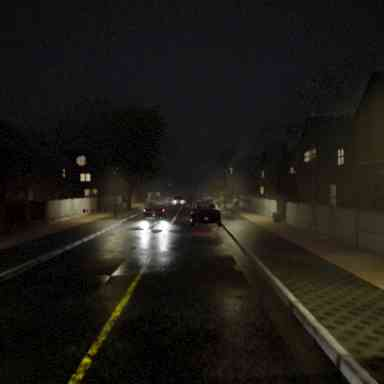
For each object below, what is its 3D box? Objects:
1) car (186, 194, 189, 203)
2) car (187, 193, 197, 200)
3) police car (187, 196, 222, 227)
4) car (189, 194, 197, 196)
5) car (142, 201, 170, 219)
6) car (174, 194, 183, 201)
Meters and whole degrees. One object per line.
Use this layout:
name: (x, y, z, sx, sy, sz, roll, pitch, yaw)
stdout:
car: (0.008, 1.097, 55.929, 2.128, 1.511, 4.902, 0, 0, 0)
car: (0.010, 0.940, 71.495, 2.033, 1.411, 5.357, 0, 0, 0)
police car: (0.828, 1.278, 21.618, 1.930, 1.638, 5.238, 0, 0, 0)
car: (0.830, 1.237, 31.701, 1.801, 1.575, 5.366, 0, 0, 0)
car: (-2.845, 1.415, 27.042, 1.895, 1.301, 4.718, 0, 0, 0)
car: (-2.742, 1.096, 68.754, 1.895, 1.301, 4.718, 0, 0, 0)
